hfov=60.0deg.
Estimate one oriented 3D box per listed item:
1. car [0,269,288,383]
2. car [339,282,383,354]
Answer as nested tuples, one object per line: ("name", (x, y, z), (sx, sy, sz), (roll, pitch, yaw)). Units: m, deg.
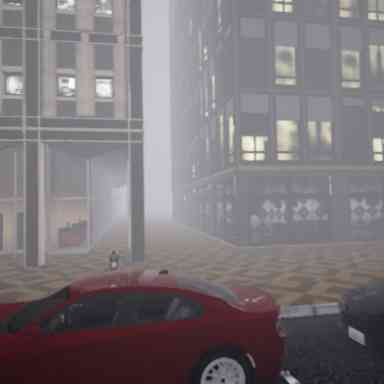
("car", (-1.083, 1.719, 4.219), (4.507, 1.381, 1.887), (-1, -2, -10))
("car", (4.525, 1.690, 5.223), (4.313, 1.339, 1.947), (-1, -2, -10))
